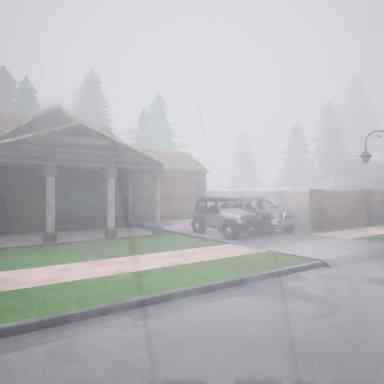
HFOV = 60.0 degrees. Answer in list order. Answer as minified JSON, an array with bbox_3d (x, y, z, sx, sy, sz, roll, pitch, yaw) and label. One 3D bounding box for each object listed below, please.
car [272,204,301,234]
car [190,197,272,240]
[{"bbox_3d":[3.394,1.174,17.735,1.932,1.855,4.605,0,0,-36],"label":"car"},{"bbox_3d":[1.575,1.176,15.957,1.905,1.878,3.866,0,0,-36],"label":"car"}]
